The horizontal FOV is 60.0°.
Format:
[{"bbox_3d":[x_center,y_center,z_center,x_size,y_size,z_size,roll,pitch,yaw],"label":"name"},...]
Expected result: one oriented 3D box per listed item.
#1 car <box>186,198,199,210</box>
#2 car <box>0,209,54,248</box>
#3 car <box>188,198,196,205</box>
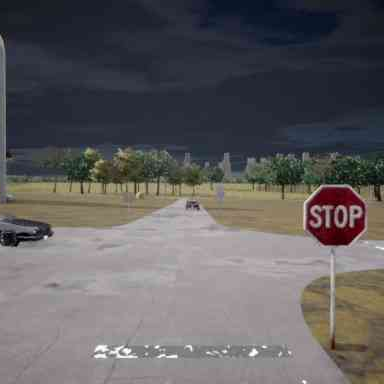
[{"bbox_3d":[0.082,1.787,48.734,1.837,1.490,4.892,0,-1,0],"label":"car"},{"bbox_3d":[-8.539,1.350,13.419,5.357,1.411,2.033,2,1,0],"label":"car"},{"bbox_3d":[-0.011,2.047,71.069,1.812,1.442,4.674,0,0,0],"label":"car"}]
